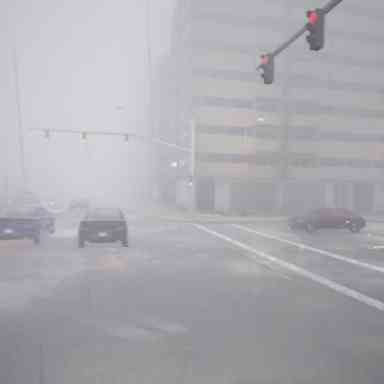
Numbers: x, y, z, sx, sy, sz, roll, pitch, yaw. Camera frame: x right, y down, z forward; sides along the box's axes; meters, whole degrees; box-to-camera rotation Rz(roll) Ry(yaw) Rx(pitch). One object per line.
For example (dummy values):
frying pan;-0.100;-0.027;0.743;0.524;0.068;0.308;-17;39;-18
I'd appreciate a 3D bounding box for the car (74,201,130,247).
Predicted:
car;-3.799;1.377;14.616;1.882;1.535;5.008;1;0;-12

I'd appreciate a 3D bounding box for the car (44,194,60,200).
car;-23.951;1.008;56.881;2.033;1.411;5.357;1;0;-12

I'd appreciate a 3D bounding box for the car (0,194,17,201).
car;-18.222;1.115;30.433;2.128;1.511;4.902;1;0;-12

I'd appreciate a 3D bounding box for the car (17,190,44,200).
car;-20.611;0.778;41.401;2.150;2.045;5.566;1;0;-12

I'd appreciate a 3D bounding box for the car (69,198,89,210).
car;-12.270;1.303;36.823;1.895;1.301;4.718;1;0;-12

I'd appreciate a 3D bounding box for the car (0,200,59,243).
car;-7.463;1.316;14.986;1.882;1.535;5.008;1;0;-12

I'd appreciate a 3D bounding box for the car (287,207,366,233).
car;7.936;1.601;19.663;4.674;1.442;1.812;1;0;-13
